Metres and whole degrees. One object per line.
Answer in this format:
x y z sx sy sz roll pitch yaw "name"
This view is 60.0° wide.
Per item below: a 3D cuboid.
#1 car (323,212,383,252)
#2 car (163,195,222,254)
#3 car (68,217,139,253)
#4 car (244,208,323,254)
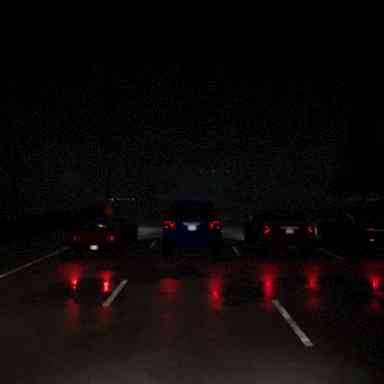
7.012 1.583 14.271 2.128 1.511 4.902 0 0 0 "car"
0.008 1.307 14.004 2.150 2.045 5.566 0 0 0 "car"
-3.491 1.691 14.093 1.895 1.301 4.718 0 0 0 "car"
3.510 1.440 14.067 2.097 1.767 4.553 0 0 0 "car"
